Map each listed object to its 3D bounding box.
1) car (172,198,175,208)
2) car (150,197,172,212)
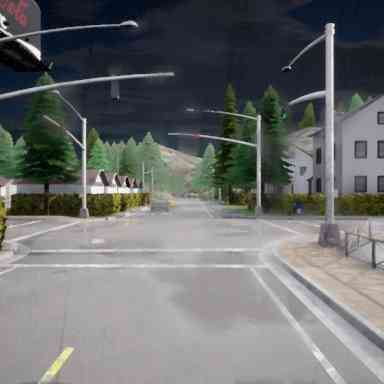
[{"bbox_3d":[-3.585,1.477,48.600,1.882,1.535,5.008,0,0,0],"label":"car"},{"bbox_3d":[-3.583,1.525,38.128,1.812,1.442,4.674,0,0,0],"label":"car"}]
